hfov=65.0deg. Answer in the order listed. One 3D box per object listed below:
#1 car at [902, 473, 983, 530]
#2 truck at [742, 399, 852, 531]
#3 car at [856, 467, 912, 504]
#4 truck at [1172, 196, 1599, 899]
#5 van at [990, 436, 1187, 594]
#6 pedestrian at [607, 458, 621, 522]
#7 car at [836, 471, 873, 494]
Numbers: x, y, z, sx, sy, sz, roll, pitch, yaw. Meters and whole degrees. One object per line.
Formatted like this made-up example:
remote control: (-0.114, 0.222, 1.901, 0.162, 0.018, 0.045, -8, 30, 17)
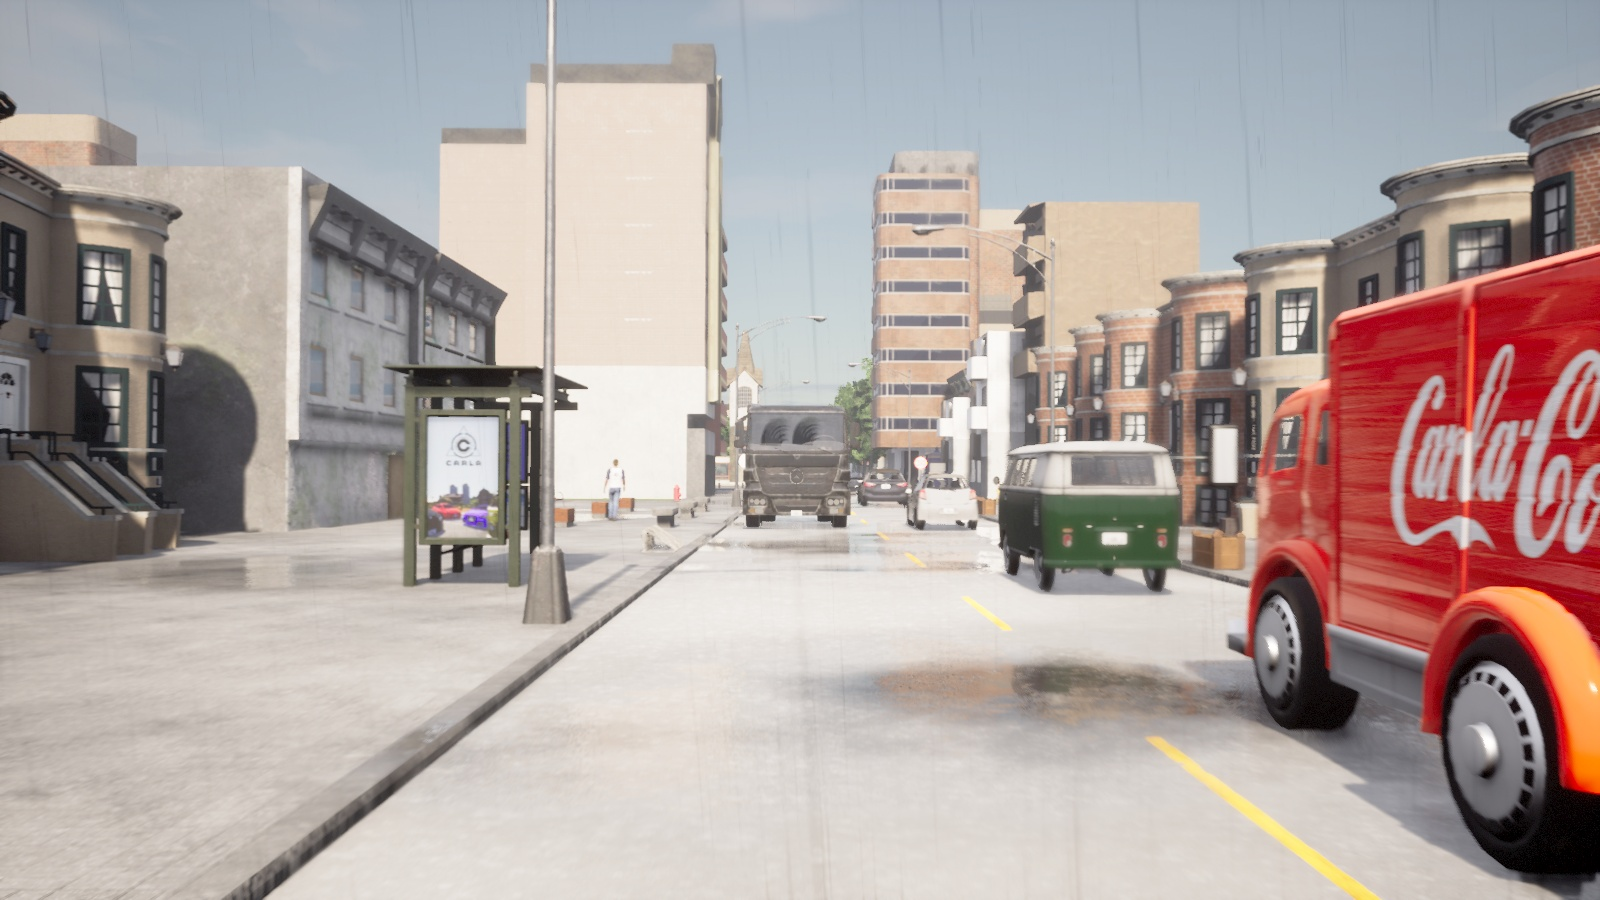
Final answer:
car: (3.919, 1.400, 35.061, 1.845, 1.501, 3.633, 0, -1, 0)
truck: (-0.090, 0.451, 36.912, 2.891, 3.462, 7.936, 0, -1, 0)
car: (3.835, 1.618, 58.187, 2.242, 1.667, 4.611, 0, -1, 0)
truck: (3.984, 0.418, 6.362, 2.627, 2.467, 5.204, 0, -1, 0)
van: (3.958, 0.853, 18.004, 1.775, 1.987, 4.442, 0, -1, 0)
pedestrian: (-5.381, 1.154, 36.351, 0.354, 1.836, 0.706, 0, -1, -12)
car: (3.640, 2.182, 85.136, 2.128, 1.511, 4.902, 0, -1, -2)
